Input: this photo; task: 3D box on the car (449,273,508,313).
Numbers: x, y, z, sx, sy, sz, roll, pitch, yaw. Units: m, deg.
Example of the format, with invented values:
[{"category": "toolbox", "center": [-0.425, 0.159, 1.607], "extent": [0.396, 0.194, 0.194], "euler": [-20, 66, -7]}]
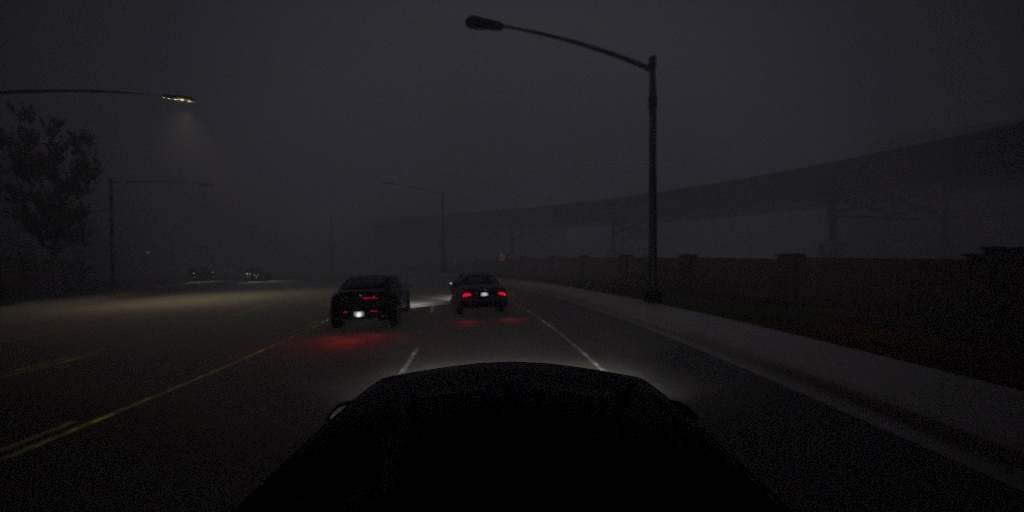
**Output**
[{"category": "car", "center": [-1.504, 1.388, 14.762], "extent": [2.033, 1.411, 5.357], "euler": [-1, 0, -13]}]

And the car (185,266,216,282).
[{"category": "car", "center": [-36.385, 2.011, 41.812], "extent": [4.553, 1.767, 2.097], "euler": [-1, 0, 38]}]

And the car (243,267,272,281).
[{"category": "car", "center": [-27.921, 1.957, 39.309], "extent": [4.892, 1.490, 1.837], "euler": [-2, -1, 42]}]

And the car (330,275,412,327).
[{"category": "car", "center": [-4.631, 1.367, 12.224], "extent": [1.837, 1.490, 4.892], "euler": [0, -1, -10]}]
